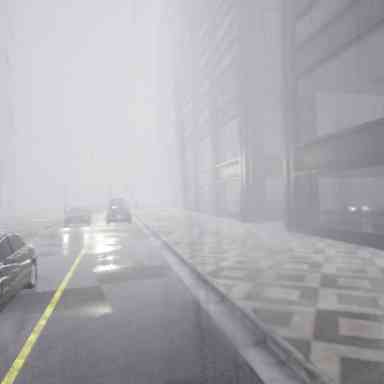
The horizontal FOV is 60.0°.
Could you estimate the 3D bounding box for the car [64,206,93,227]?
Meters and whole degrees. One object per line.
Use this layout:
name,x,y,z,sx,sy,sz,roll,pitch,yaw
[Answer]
car,-9.063,1.913,26.780,1.812,1.442,4.674,-1,0,-13

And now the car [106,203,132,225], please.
car,-6.064,1.899,27.567,1.994,1.385,4.181,-1,0,-13

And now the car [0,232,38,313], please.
car,-4.528,1.646,6.769,1.837,1.490,4.892,-1,0,-13

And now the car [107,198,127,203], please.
car,-9.350,1.731,41.524,2.150,2.045,5.566,-1,0,-13
